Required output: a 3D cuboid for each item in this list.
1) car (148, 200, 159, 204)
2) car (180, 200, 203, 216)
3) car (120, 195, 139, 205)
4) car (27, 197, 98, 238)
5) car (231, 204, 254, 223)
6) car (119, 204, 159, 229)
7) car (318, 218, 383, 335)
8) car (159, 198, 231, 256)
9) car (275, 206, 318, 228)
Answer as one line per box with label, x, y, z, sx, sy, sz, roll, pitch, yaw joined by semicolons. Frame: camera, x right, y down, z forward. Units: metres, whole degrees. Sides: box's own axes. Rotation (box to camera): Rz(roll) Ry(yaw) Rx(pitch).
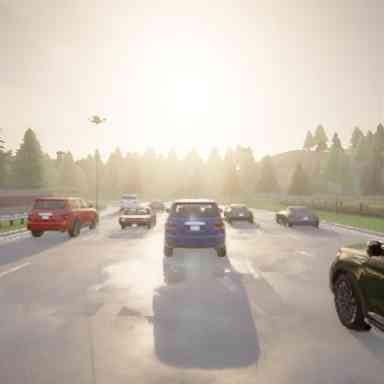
car;-4.674;1.702;43.192;1.994;1.385;4.181;0;0;-9
car;-0.179;1.660;35.231;2.033;1.411;5.357;0;0;-4
car;-7.880;1.355;41.807;2.150;2.045;5.566;1;0;-9
car;-6.904;1.282;18.337;2.150;2.045;5.566;0;0;0
car;3.572;1.648;26.303;1.994;1.385;4.181;0;0;-1
car;-3.404;1.671;21.880;1.895;1.301;4.718;0;0;0
car;3.599;1.234;3.754;2.150;2.045;5.566;0;0;0
car;0.097;1.266;13.473;2.150;2.045;5.566;0;0;0
car;7.094;1.636;22.776;1.994;1.385;4.181;0;0;0
